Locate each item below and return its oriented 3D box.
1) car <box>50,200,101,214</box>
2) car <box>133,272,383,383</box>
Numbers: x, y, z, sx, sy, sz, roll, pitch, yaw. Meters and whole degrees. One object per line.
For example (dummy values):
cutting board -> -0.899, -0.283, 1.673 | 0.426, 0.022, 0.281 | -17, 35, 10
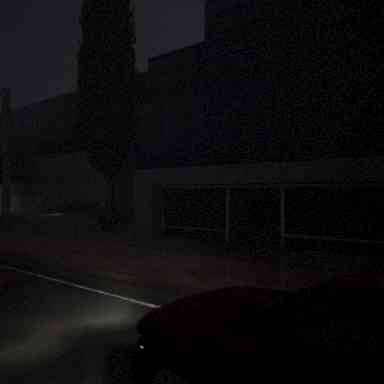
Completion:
car -> -12.475, 1.547, 36.077 | 2.033, 1.411, 5.357 | 0, 0, 36
car -> 1.674, 1.478, 2.799 | 5.008, 1.535, 1.882 | 0, 0, 36
